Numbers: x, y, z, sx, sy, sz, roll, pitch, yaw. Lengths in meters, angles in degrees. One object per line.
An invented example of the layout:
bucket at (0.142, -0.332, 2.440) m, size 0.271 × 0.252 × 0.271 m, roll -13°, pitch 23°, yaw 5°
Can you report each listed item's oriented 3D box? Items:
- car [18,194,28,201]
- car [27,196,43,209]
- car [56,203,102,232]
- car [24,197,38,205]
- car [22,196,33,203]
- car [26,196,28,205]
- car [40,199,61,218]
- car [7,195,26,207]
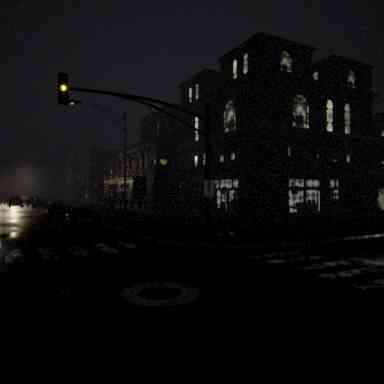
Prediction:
car at (-41.916, 1.416, 82.570) m, size 1.967 × 1.590 × 4.097 m, roll 0°, pitch 0°, yaw -29°
car at (-20.229, 1.530, 44.086) m, size 2.008 × 1.369 × 4.403 m, roll 0°, pitch 0°, yaw -29°
car at (-6.674, 1.556, 20.034) m, size 1.947 × 1.339 × 4.313 m, roll 0°, pitch 0°, yaw -29°
car at (-28.362, 1.526, 58.518) m, size 2.008 × 1.369 × 4.403 m, roll 0°, pitch 0°, yaw -29°
car at (-33.784, 1.556, 68.139) m, size 1.802 × 1.307 × 4.206 m, roll 0°, pitch 0°, yaw -29°
car at (-25.650, 1.417, 53.707) m, size 1.967 × 1.590 × 4.097 m, roll 0°, pitch 0°, yaw -29°
car at (-12.095, 1.567, 29.653) m, size 1.802 × 1.307 × 4.206 m, roll 0°, pitch 0°, yaw -29°
car at (-26.724, 1.454, 50.326) m, size 1.882 × 1.535 × 5.008 m, roll 0°, pitch 0°, yaw -29°
